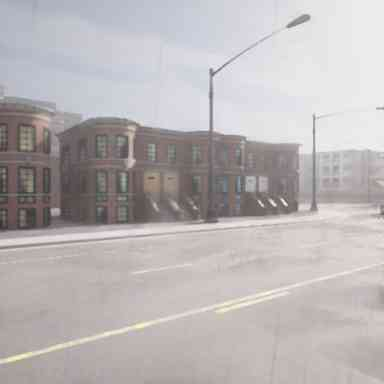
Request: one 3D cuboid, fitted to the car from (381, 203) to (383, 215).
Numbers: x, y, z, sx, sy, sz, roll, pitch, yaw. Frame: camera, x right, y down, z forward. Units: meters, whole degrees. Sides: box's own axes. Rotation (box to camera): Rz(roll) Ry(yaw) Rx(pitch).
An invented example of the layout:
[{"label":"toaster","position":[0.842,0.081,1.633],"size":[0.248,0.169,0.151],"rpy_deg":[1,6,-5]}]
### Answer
[{"label":"car","position":[18.775,1.341,30.373],"size":[2.097,1.767,4.553],"rpy_deg":[0,0,20]}]
